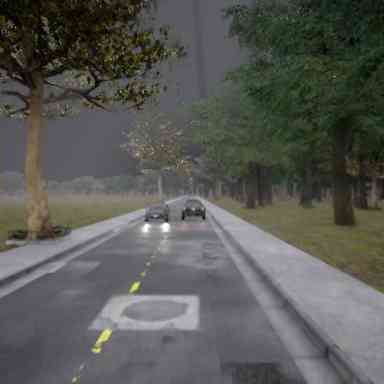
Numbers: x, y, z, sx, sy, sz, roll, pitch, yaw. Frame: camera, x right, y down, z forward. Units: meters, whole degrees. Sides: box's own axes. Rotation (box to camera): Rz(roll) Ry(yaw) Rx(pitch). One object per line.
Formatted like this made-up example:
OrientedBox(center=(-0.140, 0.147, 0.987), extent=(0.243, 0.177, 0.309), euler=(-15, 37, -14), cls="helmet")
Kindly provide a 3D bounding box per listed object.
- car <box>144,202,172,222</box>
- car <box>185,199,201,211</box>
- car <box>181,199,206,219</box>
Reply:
OrientedBox(center=(-2.747, 1.642, 27.580), extent=(1.837, 1.490, 4.892), euler=(0, -1, 1), cls="car")
OrientedBox(center=(0.140, 1.703, 45.552), extent=(2.128, 1.511, 4.902), euler=(0, 0, 0), cls="car")
OrientedBox(center=(0.127, 1.499, 30.434), extent=(2.097, 1.767, 4.553), euler=(0, 0, 0), cls="car")
